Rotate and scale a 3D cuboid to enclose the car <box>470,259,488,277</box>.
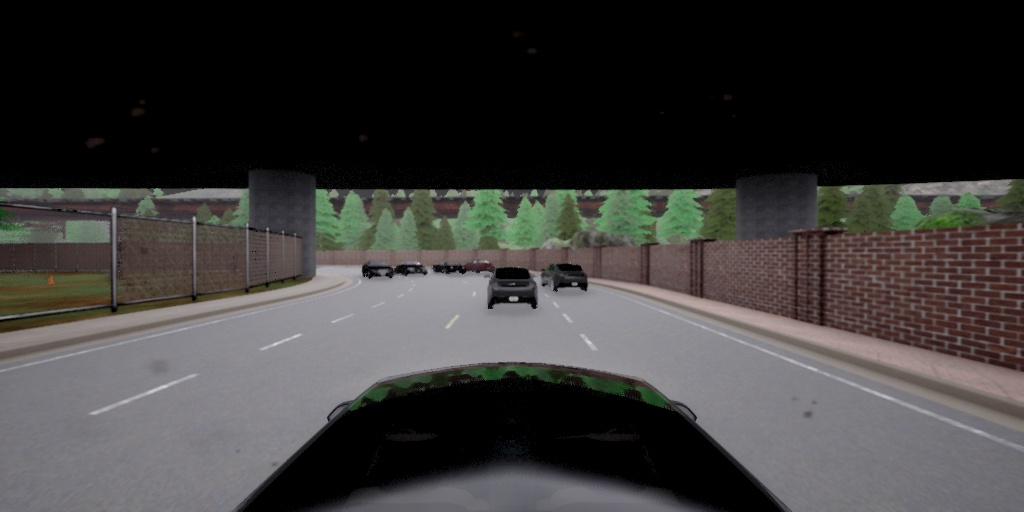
[{"bbox_3d":[-3.562,1.061,37.394,1.812,1.442,4.674,0,0,-33],"label":"car"}]

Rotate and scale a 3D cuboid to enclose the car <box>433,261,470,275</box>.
[{"bbox_3d":[-6.340,1.147,35.487,1.895,1.301,4.718,0,0,-33],"label":"car"}]

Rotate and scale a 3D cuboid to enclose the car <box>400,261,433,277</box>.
[{"bbox_3d":[-9.299,1.125,33.122,1.994,1.385,4.181,0,0,-34],"label":"car"}]

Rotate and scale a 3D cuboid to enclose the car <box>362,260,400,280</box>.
[{"bbox_3d":[-11.050,1.074,29.425,2.128,1.511,4.902,0,0,-30],"label":"car"}]

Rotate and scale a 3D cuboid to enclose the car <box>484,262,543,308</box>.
[{"bbox_3d":[-0.067,1.179,14.647,1.837,1.490,4.892,0,1,-3],"label":"car"}]

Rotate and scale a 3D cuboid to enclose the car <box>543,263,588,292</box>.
[{"bbox_3d":[2.868,1.143,20.558,1.837,1.490,4.892,0,1,-7],"label":"car"}]
